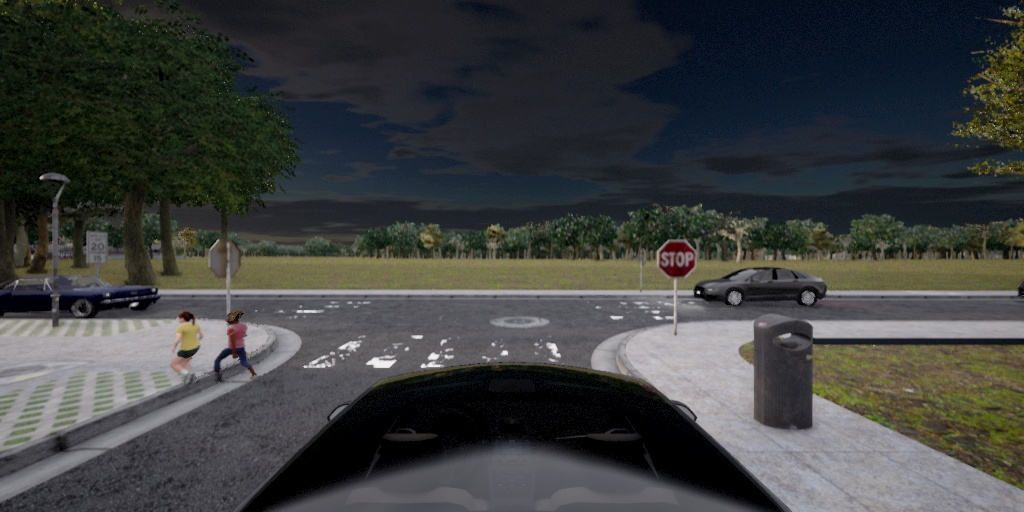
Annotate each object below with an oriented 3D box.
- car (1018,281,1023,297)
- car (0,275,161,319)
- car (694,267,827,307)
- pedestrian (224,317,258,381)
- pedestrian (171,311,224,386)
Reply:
[{"bbox_3d":[24.270,1.244,14.864,4.902,1.511,2.128,0,0,0],"label":"car"},{"bbox_3d":[-14.802,1.303,11.963,4.718,1.301,1.895,0,0,0],"label":"car"},{"bbox_3d":[10.167,1.236,14.884,4.892,1.490,1.837,-1,0,0],"label":"car"},{"bbox_3d":[-4.377,1.033,5.727,0.375,1.860,0.375,0,0,0],"label":"pedestrian"},{"bbox_3d":[-4.611,1.255,5.125,0.500,1.100,0.500,0,0,0],"label":"pedestrian"}]
